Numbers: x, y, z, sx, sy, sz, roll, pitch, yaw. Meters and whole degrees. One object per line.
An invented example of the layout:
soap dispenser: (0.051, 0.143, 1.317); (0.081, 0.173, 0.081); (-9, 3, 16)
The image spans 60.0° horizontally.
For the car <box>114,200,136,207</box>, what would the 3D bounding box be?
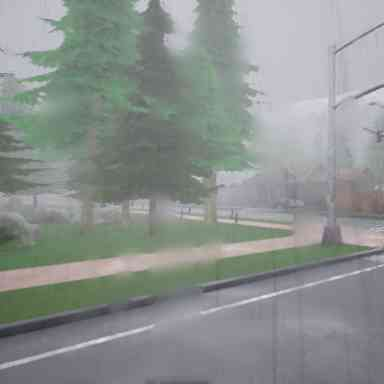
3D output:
car: (-10.735, 1.531, 51.210); (2.033, 1.411, 5.357); (0, 0, -39)

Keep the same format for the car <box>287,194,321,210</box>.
car: (13.869, 1.154, 40.184); (4.605, 1.855, 1.932); (0, 0, -37)

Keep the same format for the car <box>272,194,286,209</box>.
car: (12.051, 1.156, 41.964); (3.866, 1.878, 1.905); (0, 0, -37)
